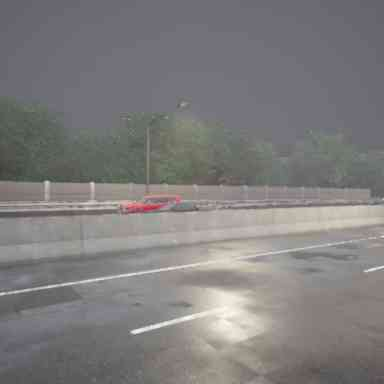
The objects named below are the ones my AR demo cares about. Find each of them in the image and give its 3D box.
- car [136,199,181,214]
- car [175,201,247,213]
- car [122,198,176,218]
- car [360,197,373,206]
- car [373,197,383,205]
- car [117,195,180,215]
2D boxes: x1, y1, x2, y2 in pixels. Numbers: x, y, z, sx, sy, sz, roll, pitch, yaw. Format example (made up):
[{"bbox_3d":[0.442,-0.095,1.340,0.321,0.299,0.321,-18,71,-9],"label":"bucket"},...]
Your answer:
[{"bbox_3d":[-1.261,1.543,24.609,5.008,1.535,1.882,0,0,-36],"label":"car"},{"bbox_3d":[1.677,1.563,22.408,4.902,1.511,2.128,0,0,-36],"label":"car"},{"bbox_3d":[-4.014,1.426,31.246,4.553,1.767,2.097,0,0,-36],"label":"car"},{"bbox_3d":[30.046,1.683,55.625,4.553,1.767,2.097,0,0,-35],"label":"car"},{"bbox_3d":[30.762,1.825,51.855,4.892,1.490,1.837,0,0,-35],"label":"car"},{"bbox_3d":[-3.331,1.287,27.430,5.566,2.045,2.150,0,0,-36],"label":"car"}]
